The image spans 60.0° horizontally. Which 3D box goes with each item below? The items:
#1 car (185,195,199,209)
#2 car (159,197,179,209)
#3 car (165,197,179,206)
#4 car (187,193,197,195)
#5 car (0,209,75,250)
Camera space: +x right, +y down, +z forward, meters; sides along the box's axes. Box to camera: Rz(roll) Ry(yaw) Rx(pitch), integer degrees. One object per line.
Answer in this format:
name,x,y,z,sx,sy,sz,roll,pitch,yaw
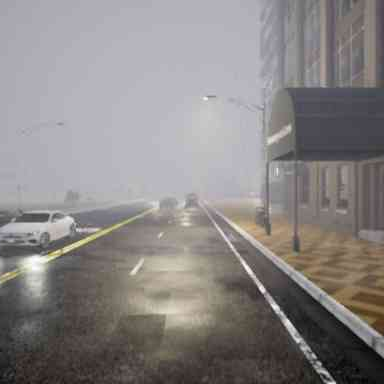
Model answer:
car,-0.002,1.477,44.235,1.812,1.442,4.674,0,0,0
car,-3.252,1.443,43.819,2.128,1.511,4.902,0,0,0
car,-3.252,1.503,54.238,1.994,1.385,4.181,0,0,0
car,-0.002,1.161,54.268,2.150,2.045,5.566,0,0,0
car,-6.566,1.510,14.431,1.812,1.442,4.674,0,0,0
